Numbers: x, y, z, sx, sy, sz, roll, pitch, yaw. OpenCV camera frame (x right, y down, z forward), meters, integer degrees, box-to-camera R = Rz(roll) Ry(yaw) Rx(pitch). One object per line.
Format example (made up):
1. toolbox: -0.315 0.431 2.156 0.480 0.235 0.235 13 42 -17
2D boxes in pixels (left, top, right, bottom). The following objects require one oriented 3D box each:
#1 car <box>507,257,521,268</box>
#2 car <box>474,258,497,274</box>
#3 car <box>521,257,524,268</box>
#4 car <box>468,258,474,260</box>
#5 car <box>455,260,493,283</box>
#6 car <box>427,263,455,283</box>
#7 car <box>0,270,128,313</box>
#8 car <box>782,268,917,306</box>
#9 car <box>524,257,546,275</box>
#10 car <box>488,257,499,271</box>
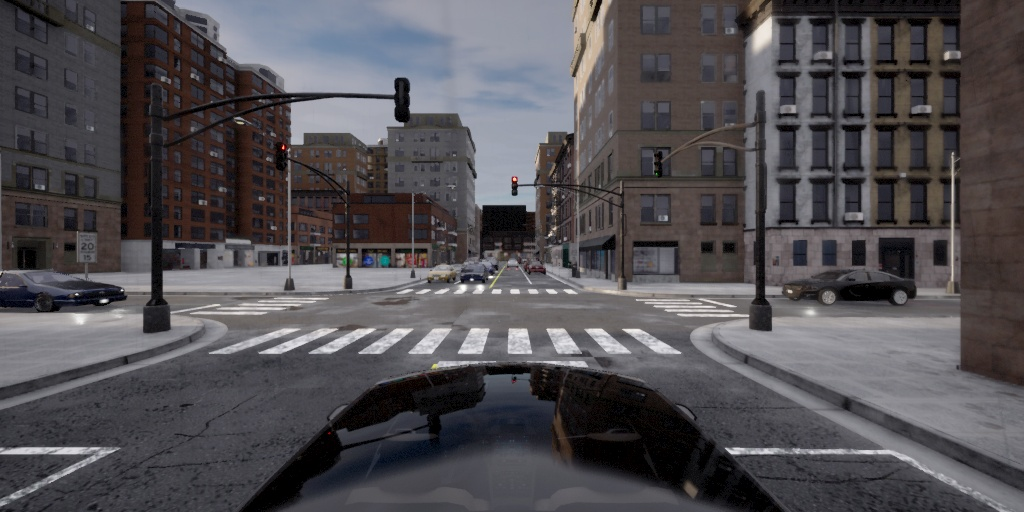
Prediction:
1. car: 0.112 1.279 61.904 1.812 1.442 4.674 0 0 0
2. car: -2.846 1.277 38.215 1.812 1.442 4.674 0 0 0
3. car: 2.644 1.066 45.066 2.192 1.841 5.009 0 0 0
4. car: -5.382 1.302 45.068 2.007 1.370 4.403 0 0 0
5. car: -2.845 1.298 28.165 2.033 1.411 5.357 0 0 0
6. car: -5.384 1.276 27.912 1.751 1.417 4.829 0 0 0
7. car: -17.315 1.218 12.887 5.357 1.411 2.033 0 0 0
8. car: 14.774 1.310 15.873 5.008 1.535 1.882 0 0 -1
9. car: 2.643 1.191 39.404 1.967 1.591 4.097 0 0 0
10. car: -2.826 1.230 49.330 1.882 1.535 5.008 0 0 0
